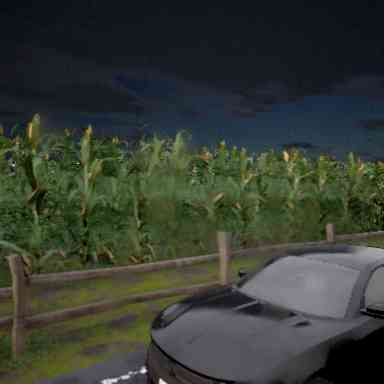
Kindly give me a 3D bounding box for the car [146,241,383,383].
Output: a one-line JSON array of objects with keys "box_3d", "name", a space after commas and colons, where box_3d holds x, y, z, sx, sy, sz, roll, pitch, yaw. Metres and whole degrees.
[{"box_3d": [1.816, 1.483, 4.374, 5.008, 1.535, 1.882, 0, 0, -35], "name": "car"}]
